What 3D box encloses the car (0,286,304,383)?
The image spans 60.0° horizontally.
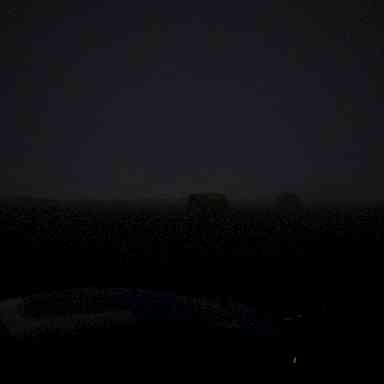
[{"bbox_3d":[-1.161,1.526,2.241,4.674,1.442,1.812,0,0,-36],"label":"car"}]
